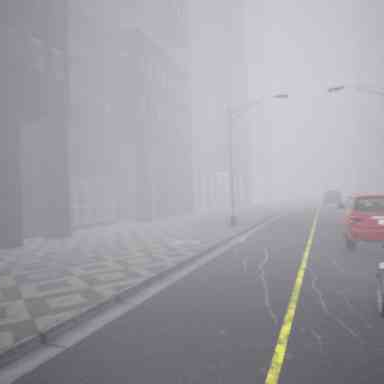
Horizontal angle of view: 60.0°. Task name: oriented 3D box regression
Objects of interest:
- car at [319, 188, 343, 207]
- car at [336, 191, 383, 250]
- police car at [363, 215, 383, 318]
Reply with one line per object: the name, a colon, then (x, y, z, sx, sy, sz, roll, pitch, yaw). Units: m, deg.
car: (17.386, 0.785, 41.343, 2.150, 2.045, 5.566, -2, 0, 22)
car: (7.186, 1.041, 13.274, 2.150, 2.045, 5.566, -2, 0, 22)
police car: (3.537, 1.324, 4.053, 1.930, 1.638, 5.238, -2, 0, 22)
